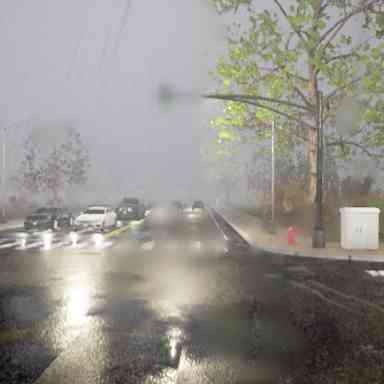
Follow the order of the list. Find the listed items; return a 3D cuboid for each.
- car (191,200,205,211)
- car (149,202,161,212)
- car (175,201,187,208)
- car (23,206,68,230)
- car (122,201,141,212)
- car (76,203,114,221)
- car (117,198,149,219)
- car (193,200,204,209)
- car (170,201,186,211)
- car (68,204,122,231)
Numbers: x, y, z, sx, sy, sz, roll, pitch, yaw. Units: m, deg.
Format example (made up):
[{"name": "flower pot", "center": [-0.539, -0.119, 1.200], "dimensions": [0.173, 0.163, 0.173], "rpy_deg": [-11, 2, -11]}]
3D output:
[{"name": "car", "center": [0.947, 2.108, 51.227], "dimensions": [1.837, 1.490, 4.892], "rpy_deg": [0, -1, 1]}, {"name": "car", "center": [-5.685, 2.115, 48.697], "dimensions": [1.994, 1.385, 4.181], "rpy_deg": [0, -1, 2]}, {"name": "car", "center": [-2.055, 2.319, 61.748], "dimensions": [1.895, 1.301, 4.718], "rpy_deg": [0, -1, 1]}, {"name": "car", "center": [-9.601, 1.719, 22.656], "dimensions": [1.837, 1.490, 4.892], "rpy_deg": [0, -1, -1]}, {"name": "car", "center": [-8.919, 2.113, 49.313], "dimensions": [1.994, 1.385, 4.181], "rpy_deg": [0, -1, 2]}, {"name": "car", "center": [-9.333, 1.888, 32.540], "dimensions": [2.033, 1.411, 5.357], "rpy_deg": [0, -1, 2]}, {"name": "car", "center": [-6.067, 1.582, 33.191], "dimensions": [2.150, 2.045, 5.566], "rpy_deg": [0, -1, 2]}, {"name": "car", "center": [1.194, 2.232, 61.643], "dimensions": [1.837, 1.490, 4.892], "rpy_deg": [0, -1, 1]}, {"name": "car", "center": [-2.302, 2.072, 51.304], "dimensions": [1.882, 1.535, 5.008], "rpy_deg": [0, -1, 1]}, {"name": "car", "center": [-6.333, 1.746, 22.287], "dimensions": [1.812, 1.442, 4.674], "rpy_deg": [0, -1, 2]}]
